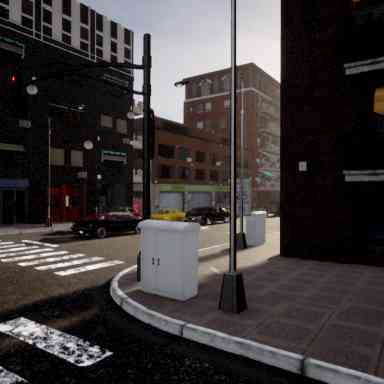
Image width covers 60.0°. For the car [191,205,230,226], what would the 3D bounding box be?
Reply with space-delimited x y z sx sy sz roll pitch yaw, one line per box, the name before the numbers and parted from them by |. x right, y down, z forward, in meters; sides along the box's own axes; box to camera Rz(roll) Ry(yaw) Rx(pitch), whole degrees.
car | 1.469 1.990 28.522 1.837 1.490 4.892 0 -1 35

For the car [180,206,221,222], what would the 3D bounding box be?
car | 0.871 2.092 32.218 1.947 1.339 4.313 -1 -2 35

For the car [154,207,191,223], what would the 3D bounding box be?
car | -2.386 1.944 27.550 1.752 1.417 4.829 -1 -2 35

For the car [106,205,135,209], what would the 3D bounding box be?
car | -5.449 1.758 23.162 1.967 1.590 4.097 -1 -2 35

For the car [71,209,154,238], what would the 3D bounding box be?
car | -4.699 1.881 19.684 1.895 1.301 4.718 0 -1 35

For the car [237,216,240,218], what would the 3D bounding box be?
car | 3.935 2.153 36.609 1.752 1.417 4.829 -1 -2 35

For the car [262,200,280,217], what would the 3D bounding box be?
car | 10.809 2.013 41.865 2.150 2.045 5.566 0 -1 35
